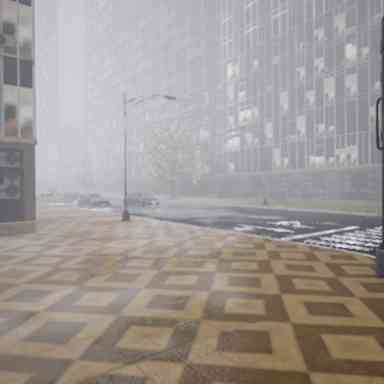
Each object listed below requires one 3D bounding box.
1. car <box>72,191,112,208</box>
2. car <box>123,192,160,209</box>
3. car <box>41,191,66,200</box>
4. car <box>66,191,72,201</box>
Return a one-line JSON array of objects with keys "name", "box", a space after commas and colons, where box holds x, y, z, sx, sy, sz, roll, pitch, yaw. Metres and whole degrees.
[{"name": "car", "box": [-10.076, 0.812, 33.910, 2.033, 1.411, 5.357, -1, 2, -38]}, {"name": "car", "box": [-5.018, 0.784, 32.729, 2.128, 1.511, 4.902, -1, 2, -38]}, {"name": "car", "box": [-19.775, 0.160, 46.437, 2.128, 1.511, 4.902, -1, 2, -38]}, {"name": "car", "box": [-17.194, 0.559, 48.421, 1.895, 1.301, 4.718, -1, 2, -38]}]
